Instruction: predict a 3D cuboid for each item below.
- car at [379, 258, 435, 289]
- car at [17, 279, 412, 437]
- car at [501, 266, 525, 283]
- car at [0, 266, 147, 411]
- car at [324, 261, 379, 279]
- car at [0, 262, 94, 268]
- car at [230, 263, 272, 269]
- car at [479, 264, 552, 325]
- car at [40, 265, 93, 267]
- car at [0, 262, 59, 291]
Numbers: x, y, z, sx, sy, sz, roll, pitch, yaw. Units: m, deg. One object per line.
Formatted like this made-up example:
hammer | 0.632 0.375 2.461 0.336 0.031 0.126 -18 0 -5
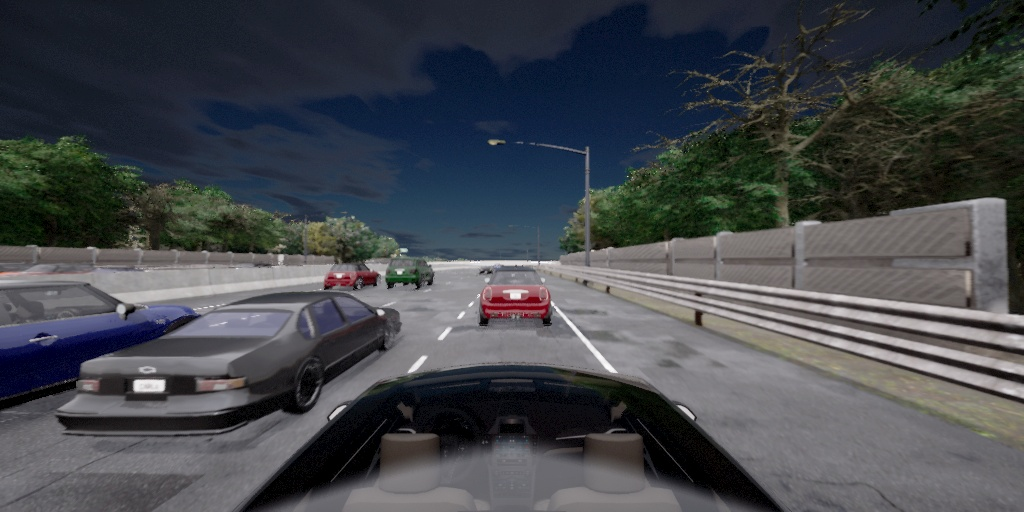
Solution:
car | -6.896 1.142 24.701 2.150 2.045 5.566 0 -1 0
car | -3.499 1.311 5.969 2.033 1.411 5.357 0 0 0
car | 0.105 1.578 31.510 1.994 1.385 4.181 0 -1 0
car | -6.899 1.113 5.070 2.097 1.767 4.553 0 0 0
car | -10.396 1.261 23.706 2.097 1.767 4.553 0 -1 0
car | -28.093 1.240 21.925 2.097 1.767 4.553 0 -1 0
car | -21.089 1.324 28.685 2.097 1.767 4.553 0 -1 0
car | 0.102 1.151 12.141 2.097 1.767 4.553 0 0 0
car | -24.597 1.438 22.140 2.033 1.411 5.357 0 -1 0
car | -31.592 1.240 21.906 2.097 1.767 4.553 0 -1 0
